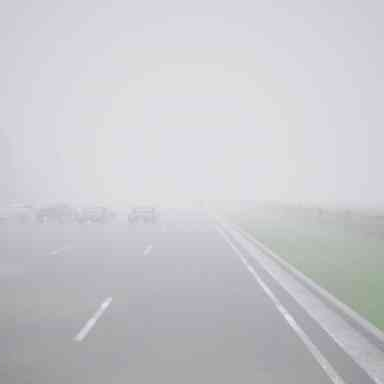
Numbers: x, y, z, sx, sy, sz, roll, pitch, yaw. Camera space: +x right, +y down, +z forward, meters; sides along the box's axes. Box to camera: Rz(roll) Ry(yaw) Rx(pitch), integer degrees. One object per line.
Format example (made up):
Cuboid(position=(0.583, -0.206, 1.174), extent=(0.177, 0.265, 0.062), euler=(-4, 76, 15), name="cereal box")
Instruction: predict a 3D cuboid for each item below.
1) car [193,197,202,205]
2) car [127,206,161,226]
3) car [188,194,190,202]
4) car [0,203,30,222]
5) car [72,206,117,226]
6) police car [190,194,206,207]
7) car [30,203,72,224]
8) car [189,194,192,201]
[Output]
Cuboid(position=(1.041, 1.799, 65.119), extent=(1.837, 1.490, 4.892), euler=(0, 0, 0), name="car")
Cuboid(position=(-3.404, 1.712, 24.556), extent=(1.895, 1.301, 4.718), euler=(0, 0, 0), name="car")
Cuboid(position=(-0.011, 1.727, 88.074), extent=(1.882, 1.535, 5.008), euler=(0, 0, 0), name="car")
Cuboid(position=(-13.903, 1.648, 27.078), extent=(1.812, 1.442, 4.674), euler=(0, 0, 0), name="car")
Cuboid(position=(-6.904, 1.712, 24.556), extent=(1.895, 1.301, 4.718), euler=(0, 0, 0), name="car")
Cuboid(position=(1.043, 1.674, 55.229), extent=(1.930, 1.638, 5.238), euler=(0, 0, 0), name="police car")
Cuboid(position=(-10.404, 1.623, 26.022), extent=(1.837, 1.490, 4.892), euler=(0, 0, 0), name="car")
Cuboid(position=(1.040, 1.672, 71.090), extent=(2.097, 1.767, 4.553), euler=(0, 0, 0), name="car")
